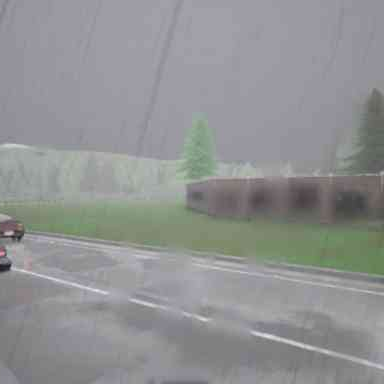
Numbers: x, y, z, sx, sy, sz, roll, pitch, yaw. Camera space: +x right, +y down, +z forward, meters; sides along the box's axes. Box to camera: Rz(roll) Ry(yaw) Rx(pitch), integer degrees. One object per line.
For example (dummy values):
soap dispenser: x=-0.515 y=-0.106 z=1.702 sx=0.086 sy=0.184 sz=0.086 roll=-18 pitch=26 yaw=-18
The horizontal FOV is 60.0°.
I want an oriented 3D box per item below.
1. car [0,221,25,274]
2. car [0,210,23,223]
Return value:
car: x=-6.945 y=1.540 z=8.945 sx=5.357 sy=1.411 sz=2.033 roll=0 pitch=0 yaw=36
car: x=-9.347 y=1.515 z=14.973 sx=4.674 sy=1.442 sz=1.812 roll=0 pitch=0 yaw=36
